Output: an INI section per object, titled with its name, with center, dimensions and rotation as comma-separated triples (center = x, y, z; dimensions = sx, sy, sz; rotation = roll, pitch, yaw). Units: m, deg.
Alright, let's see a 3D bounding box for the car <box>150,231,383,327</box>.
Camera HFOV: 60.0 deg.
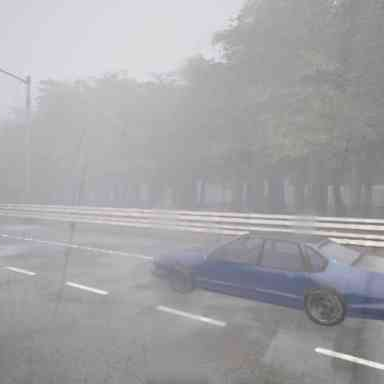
[car]
center = 1.620, 1.549, 7.012
dimensions = 5.357, 1.411, 2.033
rotation = 0, 0, 36
